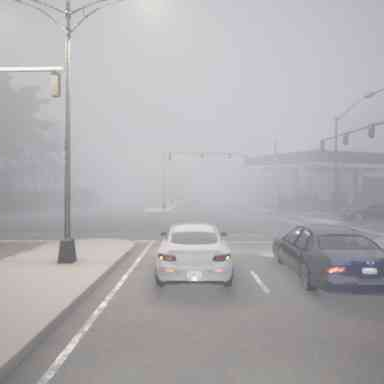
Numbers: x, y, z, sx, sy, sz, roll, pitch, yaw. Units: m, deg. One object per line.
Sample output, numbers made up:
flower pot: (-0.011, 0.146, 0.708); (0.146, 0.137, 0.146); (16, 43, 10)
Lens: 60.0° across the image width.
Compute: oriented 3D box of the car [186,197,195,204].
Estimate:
car: (-0.307, 1.800, 72.554); (1.812, 1.442, 4.674); (0, 0, 0)

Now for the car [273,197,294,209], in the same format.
car: (13.009, 1.504, 47.536); (2.242, 1.667, 4.611); (0, 0, 0)

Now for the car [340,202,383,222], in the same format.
car: (14.744, 1.641, 27.396); (4.892, 1.490, 1.837); (0, 0, -1)

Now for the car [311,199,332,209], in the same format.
car: (18.751, 1.680, 48.322); (1.970, 1.475, 3.806); (0, 0, 0)

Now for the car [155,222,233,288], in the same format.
car: (0.052, 1.563, 9.274); (1.812, 1.442, 4.674); (0, 0, 0)

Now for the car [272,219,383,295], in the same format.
car: (3.546, 1.591, 8.975); (2.033, 1.411, 5.357); (0, 0, 2)
